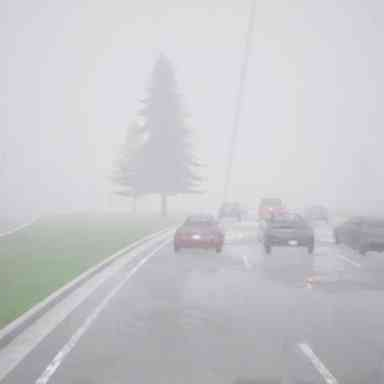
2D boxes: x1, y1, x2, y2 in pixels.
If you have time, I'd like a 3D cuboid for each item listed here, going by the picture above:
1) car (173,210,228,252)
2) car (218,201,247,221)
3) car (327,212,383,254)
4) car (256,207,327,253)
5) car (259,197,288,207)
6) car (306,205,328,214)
[{"bbox_3d":[0.422,1.702,14.676,1.994,1.385,4.181,0,-1,7],"label":"car"},{"bbox_3d":[3.730,1.630,30.145,2.097,1.767,4.553,0,-1,17],"label":"car"},{"bbox_3d":[7.378,1.689,13.898,1.994,1.385,4.181,0,-1,7],"label":"car"},{"bbox_3d":[3.898,1.624,14.288,2.128,1.511,4.902,0,0,7],"label":"car"},{"bbox_3d":[7.051,1.483,29.022,2.150,2.045,5.566,0,0,18],"label":"car"},{"bbox_3d":[10.373,1.800,27.915,2.033,1.411,5.357,0,-1,18],"label":"car"}]
